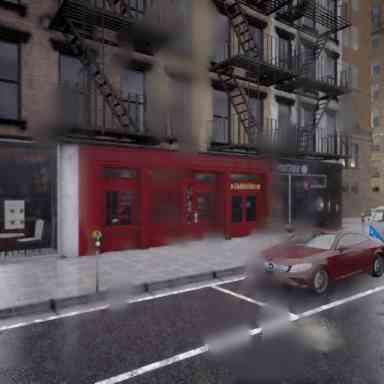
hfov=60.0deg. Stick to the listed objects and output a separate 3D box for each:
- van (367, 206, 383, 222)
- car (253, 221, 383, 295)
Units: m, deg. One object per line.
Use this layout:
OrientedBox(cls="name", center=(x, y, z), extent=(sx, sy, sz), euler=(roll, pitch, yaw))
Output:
OrientedBox(cls="van", center=(7.865, 1.340, 11.780), extent=(3.998, 1.788, 1.690), euler=(0, 0, -35))
OrientedBox(cls="car", center=(3.458, 1.582, 8.648), extent=(4.206, 1.307, 1.802), euler=(0, 0, -35))
